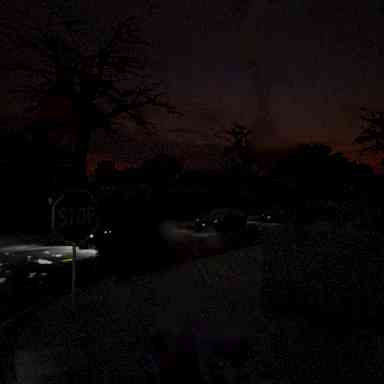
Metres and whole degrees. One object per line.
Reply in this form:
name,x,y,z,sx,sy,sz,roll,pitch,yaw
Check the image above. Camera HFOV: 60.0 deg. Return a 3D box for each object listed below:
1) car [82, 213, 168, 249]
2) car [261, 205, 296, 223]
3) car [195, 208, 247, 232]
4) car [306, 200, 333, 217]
car,-3.037,1.697,15.533,1.994,1.385,4.181,1,0,37
car,8.049,1.990,30.708,1.837,1.490,4.892,1,0,36
car,2.108,1.817,22.599,1.812,1.442,4.674,1,0,36
car,15.977,1.987,41.452,2.150,2.045,5.566,1,0,37
